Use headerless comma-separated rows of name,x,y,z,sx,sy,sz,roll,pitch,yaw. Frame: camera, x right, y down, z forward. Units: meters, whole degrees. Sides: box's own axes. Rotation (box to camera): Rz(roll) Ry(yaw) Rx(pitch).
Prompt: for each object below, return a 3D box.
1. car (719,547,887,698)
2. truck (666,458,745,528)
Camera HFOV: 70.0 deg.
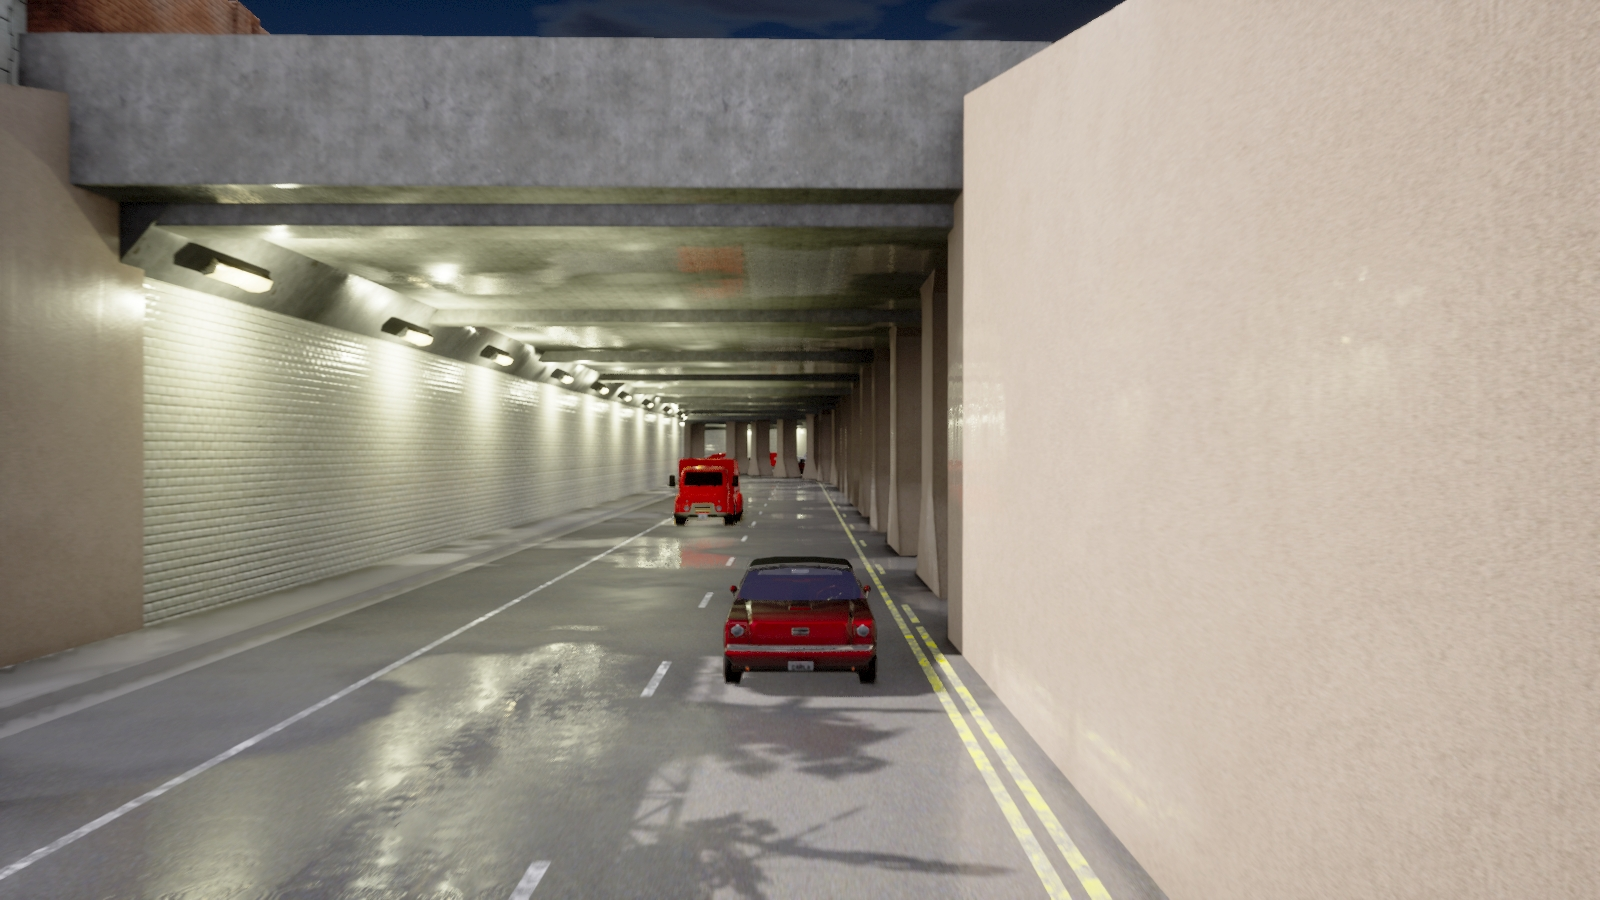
car,0.036,2.151,15.281,1.895,1.301,4.718,0,0,0
truck,-3.515,1.556,43.485,2.627,2.467,5.204,0,0,-1
